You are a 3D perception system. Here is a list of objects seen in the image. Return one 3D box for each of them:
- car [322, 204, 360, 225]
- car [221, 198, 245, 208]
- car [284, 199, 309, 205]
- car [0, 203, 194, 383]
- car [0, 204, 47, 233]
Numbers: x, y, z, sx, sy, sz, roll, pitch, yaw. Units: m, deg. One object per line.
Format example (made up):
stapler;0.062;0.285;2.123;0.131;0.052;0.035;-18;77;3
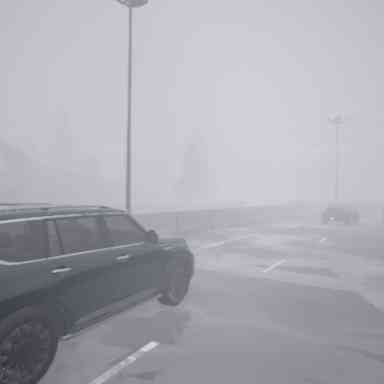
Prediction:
car;11.726;1.694;26.056;1.837;1.490;4.892;0;0;38
car;6.508;1.708;52.021;1.812;1.442;4.674;1;0;45
car;14.025;1.752;44.691;1.837;1.490;4.892;1;0;45
car;-2.027;1.207;5.514;2.150;2.045;5.566;1;0;29
car;-11.022;1.444;18.325;2.033;1.411;5.357;1;0;31
